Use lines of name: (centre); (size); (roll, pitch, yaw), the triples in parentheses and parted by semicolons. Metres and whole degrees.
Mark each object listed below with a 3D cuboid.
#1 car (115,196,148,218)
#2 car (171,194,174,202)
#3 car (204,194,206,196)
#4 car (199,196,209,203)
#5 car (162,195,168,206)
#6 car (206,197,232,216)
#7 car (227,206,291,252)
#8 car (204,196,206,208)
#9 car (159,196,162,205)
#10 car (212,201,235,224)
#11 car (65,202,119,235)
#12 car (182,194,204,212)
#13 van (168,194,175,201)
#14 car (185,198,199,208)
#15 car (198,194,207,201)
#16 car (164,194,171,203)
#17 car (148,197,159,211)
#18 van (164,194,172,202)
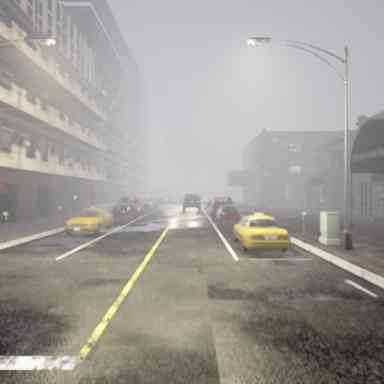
car: (-5.691, 1.325, 30.137); (2.192, 1.841, 5.009); (0, 0, 0)
car: (-5.698, 1.413, 74.451); (2.192, 1.841, 5.009); (0, 0, 0)
car: (2.683, 1.617, 69.083); (1.752, 1.417, 4.829); (0, 0, 0)
car: (2.681, 1.656, 74.452); (2.008, 1.369, 4.403); (0, 0, 0)
car: (-5.696, 1.605, 57.833); (1.887, 1.381, 4.507); (0, 0, 0)
car: (2.689, 1.332, 30.139); (2.192, 1.841, 5.009); (0, 0, 0)
car: (2.691, 1.523, 13.691); (1.752, 1.417, 4.829); (0, 0, 0)
car: (2.686, 1.595, 46.756); (2.008, 1.369, 4.403); (0, 0, 0)
car: (-5.695, 1.563, 46.584); (1.752, 1.417, 4.829); (0, 0, 0)
car: (2.689, 1.591, 24.599); (1.802, 1.307, 4.206); (0, 0, 0)
car: (-5.691, 1.522, 18.888); (1.752, 1.417, 4.829); (0, 0, 0)
car: (-0.005, 1.252, 39.940); (2.150, 2.045, 5.566); (0, 0, 0)
van: (-5.701, 1.487, 91.069); (1.690, 1.788, 3.998); (0, 0, 0)
car: (-0.004, 1.614, 50.509); (1.994, 1.385, 4.181); (0, 0, 0)
car: (2.681, 1.450, 85.531); (2.192, 1.841, 5.009); (0, 0, 0)
car: (-5.697, 1.512, 63.372); (1.967, 1.590, 4.097); (0, 0, 0)
car: (-5.694, 1.579, 41.215); (2.008, 1.369, 4.403); (0, 0, 0)
van: (-5.699, 1.454, 79.992); (1.690, 1.788, 3.998); (0, 0, 0)
